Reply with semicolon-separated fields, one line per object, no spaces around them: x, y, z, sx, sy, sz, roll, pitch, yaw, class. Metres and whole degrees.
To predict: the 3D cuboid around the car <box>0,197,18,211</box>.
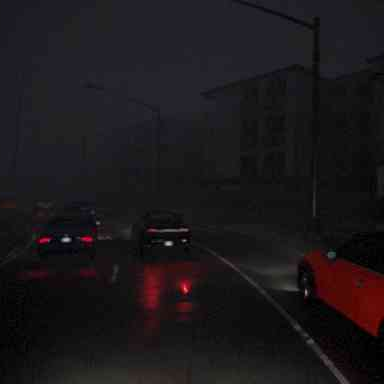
-20.336;1.262;36.094;1.882;1.535;5.008;1;0;-40;car

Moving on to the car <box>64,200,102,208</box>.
-9.168;1.411;27.659;1.882;1.535;5.008;1;-1;-37;car

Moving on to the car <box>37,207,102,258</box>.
-4.541;1.511;12.586;2.033;1.411;5.357;1;0;-16;car

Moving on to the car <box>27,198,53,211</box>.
-17.287;1.361;37.891;1.812;1.442;4.674;1;0;-39;car

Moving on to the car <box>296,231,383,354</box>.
3.415;1.420;5.484;2.097;1.767;4.553;1;0;-3;car

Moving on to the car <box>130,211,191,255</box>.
-1.390;1.506;13.482;2.128;1.511;4.902;1;0;-15;car
